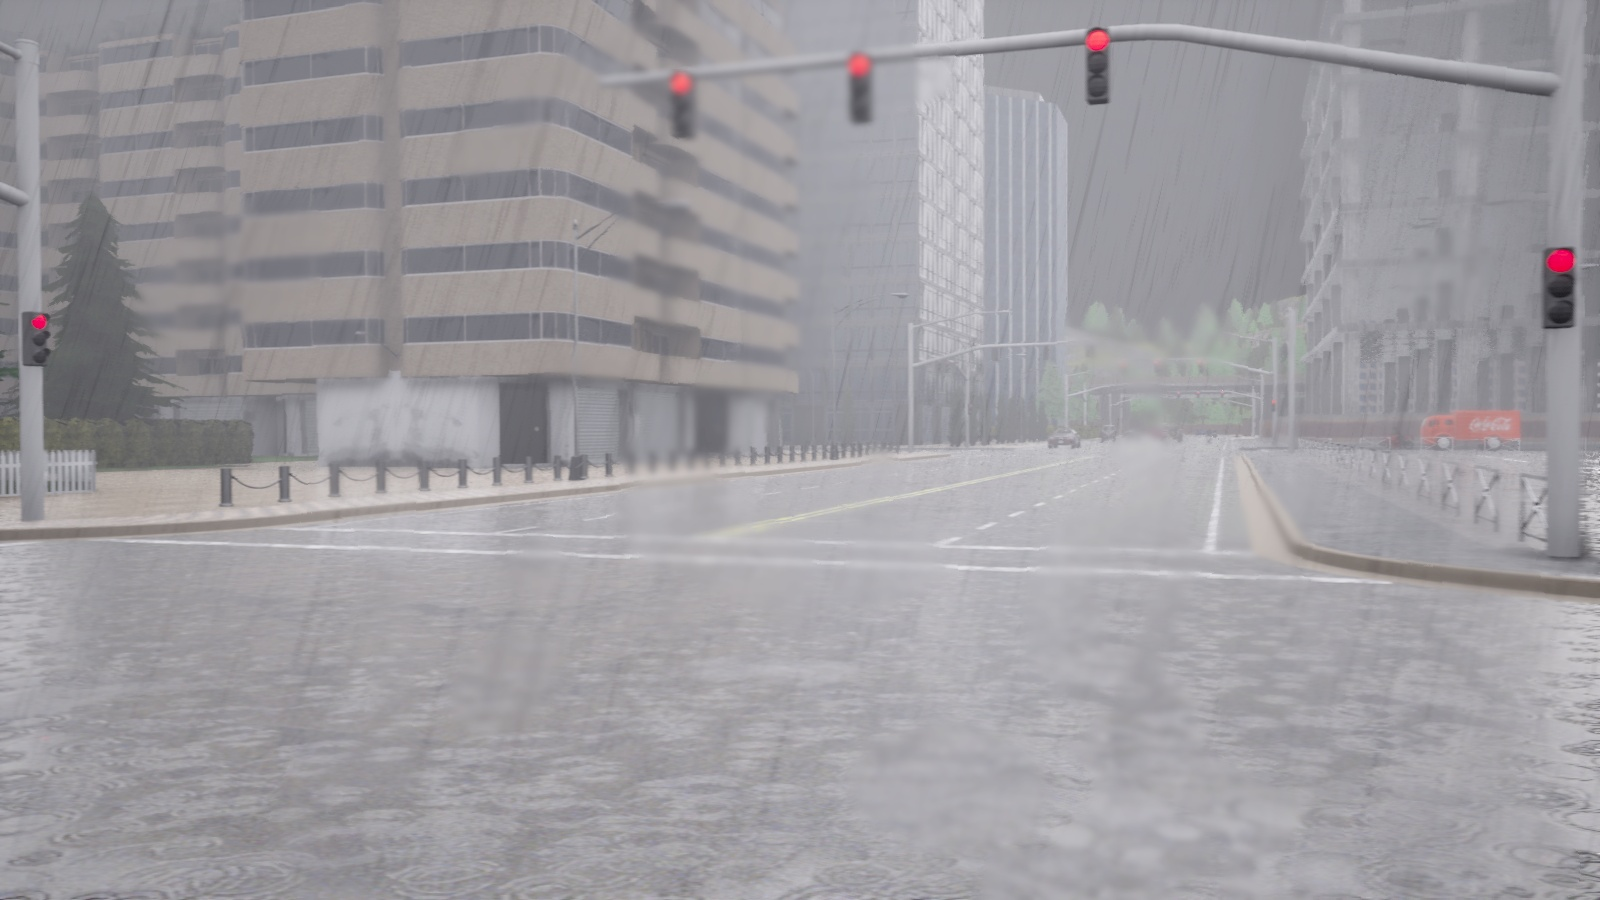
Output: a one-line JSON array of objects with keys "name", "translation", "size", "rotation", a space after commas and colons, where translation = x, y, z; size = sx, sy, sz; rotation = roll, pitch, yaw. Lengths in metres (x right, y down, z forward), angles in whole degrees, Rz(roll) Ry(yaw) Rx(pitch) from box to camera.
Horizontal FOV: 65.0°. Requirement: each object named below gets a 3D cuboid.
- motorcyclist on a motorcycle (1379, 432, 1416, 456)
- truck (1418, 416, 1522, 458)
[{"name": "motorcyclist on a motorcycle", "translation": [38.479, -0.404, 80.882], "size": [2.044, 1.523, 0.797], "rotation": [1, 1, 19]}, {"name": "truck", "translation": [40.681, -0.795, 76.439], "size": [5.204, 2.467, 2.627], "rotation": [0, 1, 19]}]
